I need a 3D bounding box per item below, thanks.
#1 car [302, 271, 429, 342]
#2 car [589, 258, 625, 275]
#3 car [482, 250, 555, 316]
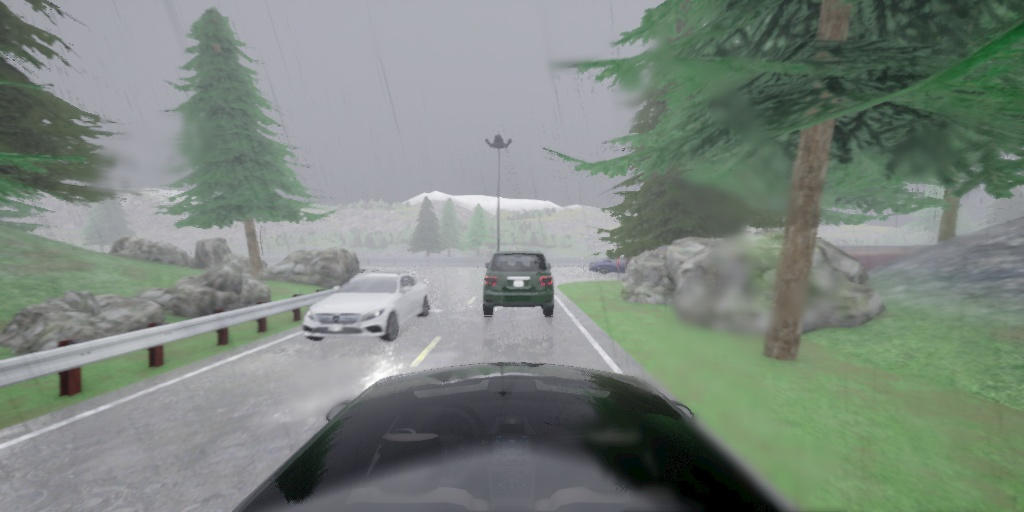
[{"bbox_3d":[-3.499,1.150,9.513,1.812,1.442,4.674,0,1,1],"label":"car"},{"bbox_3d":[8.836,0.851,30.018,4.674,1.442,1.812,0,0,3],"label":"car"},{"bbox_3d":[0.211,0.804,12.586,2.150,2.045,5.566,0,1,1],"label":"car"}]
